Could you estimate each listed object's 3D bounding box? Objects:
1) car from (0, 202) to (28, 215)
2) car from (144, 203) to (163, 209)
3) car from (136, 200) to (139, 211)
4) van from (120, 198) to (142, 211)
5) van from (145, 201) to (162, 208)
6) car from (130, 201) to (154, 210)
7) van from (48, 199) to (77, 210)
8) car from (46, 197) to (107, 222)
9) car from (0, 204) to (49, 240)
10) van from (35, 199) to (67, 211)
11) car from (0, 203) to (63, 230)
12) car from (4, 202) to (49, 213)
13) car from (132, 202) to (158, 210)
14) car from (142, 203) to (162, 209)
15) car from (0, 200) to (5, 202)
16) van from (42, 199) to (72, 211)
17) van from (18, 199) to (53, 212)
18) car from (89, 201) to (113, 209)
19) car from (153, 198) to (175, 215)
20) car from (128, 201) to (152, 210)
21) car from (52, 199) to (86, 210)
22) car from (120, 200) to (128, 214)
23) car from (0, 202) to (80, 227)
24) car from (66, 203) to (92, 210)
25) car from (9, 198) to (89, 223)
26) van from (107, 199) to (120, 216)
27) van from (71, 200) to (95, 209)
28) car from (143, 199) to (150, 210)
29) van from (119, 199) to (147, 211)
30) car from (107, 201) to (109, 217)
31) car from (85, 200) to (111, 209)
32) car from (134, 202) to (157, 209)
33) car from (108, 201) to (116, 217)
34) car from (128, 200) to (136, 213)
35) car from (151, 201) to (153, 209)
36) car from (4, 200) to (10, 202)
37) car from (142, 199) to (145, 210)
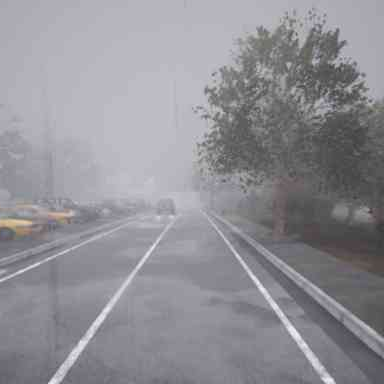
[{"bbox_3d":[-23.385,2.030,41.258,4.892,1.521,2.231,0,-1,0],"label":"car"},{"bbox_3d":[-10.246,3.630,88.214,4.792,1.488,2.163,0,-2,0],"label":"car"},{"bbox_3d":[-10.310,2.185,46.617,4.674,1.452,2.002,0,-1,0],"label":"car"},{"bbox_3d":[-10.188,1.980,49.399,4.442,1.987,1.878,0,-1,0],"label":"van"},{"bbox_3d":[-10.390,3.480,90.998,4.442,1.987,1.878,0,-2,0],"label":"van"},{"bbox_3d":[-10.259,2.740,68.800,4.553,1.767,2.185,0,-2,0],"label":"car"},{"bbox_3d":[-23.493,2.326,60.505,4.442,1.987,1.878,0,-2,0],"label":"van"},{"bbox_3d":[-10.294,1.471,27.195,5.566,2.045,2.435,0,-1,0],"label":"car"},{"bbox_3d":[-10.145,1.527,16.102,5.366,1.575,1.946,0,-1,0],"label":"car"},{"bbox_3d":[-23.264,2.116,54.961,4.442,1.987,1.878,0,-2,0],"label":"van"},{"bbox_3d":[-10.334,1.568,18.870,4.892,1.521,2.231,0,-1,0],"label":"car"},{"bbox_3d":[-23.202,2.146,46.798,5.366,1.575,1.946,0,-1,0],"label":"car"},{"bbox_3d":[-10.102,2.968,71.570,5.366,1.575,1.946,0,-2,0],"label":"car"},{"bbox_3d":[-10.248,3.525,85.440,4.792,1.488,2.163,0,-2,0],"label":"car"},{"bbox_3d":[-23.390,1.905,35.593,5.008,1.535,2.097,0,-1,0],"label":"car"},{"bbox_3d":[-23.495,2.226,57.862,4.442,1.987,1.878,0,-2,0],"label":"van"},{"bbox_3d":[-23.268,1.983,49.570,4.442,1.987,1.878,0,-1,0],"label":"van"},{"bbox_3d":[-23.329,3.248,85.546,5.566,2.045,2.435,0,-2,0],"label":"car"},{"bbox_3d":[-3.324,1.807,42.694,2.150,2.045,5.566,0,-2,0],"label":"car"},{"bbox_3d":[-10.261,2.635,66.026,4.553,1.767,2.185,0,-2,0],"label":"car"},{"bbox_3d":[-23.346,2.405,63.274,5.566,2.045,2.435,0,-2,0],"label":"car"},{"bbox_3d":[-10.319,1.964,38.292,5.008,1.535,2.097,0,-1,0],"label":"car"},{"bbox_3d":[-10.333,1.611,21.642,5.008,1.535,2.097,0,-1,0],"label":"car"},{"bbox_3d":[-23.368,2.911,68.925,4.674,1.452,2.002,0,-2,0],"label":"car"},{"bbox_3d":[-10.356,1.539,24.421,4.553,1.767,2.185,0,-1,0],"label":"car"},{"bbox_3d":[-10.433,1.678,35.521,4.442,1.987,1.878,0,-1,0],"label":"van"},{"bbox_3d":[-23.484,2.745,71.578,4.442,1.987,1.878,0,-2,0],"label":"van"},{"bbox_3d":[-10.329,2.090,54.934,5.566,2.045,2.435,0,-2,0],"label":"car"},{"bbox_3d":[-10.182,2.220,57.707,4.442,1.987,1.878,0,-2,0],"label":"van"},{"bbox_3d":[-10.350,1.812,29.965,4.792,1.488,2.163,0,-1,0],"label":"car"},{"bbox_3d":[-23.331,3.143,82.777,5.566,2.045,2.435,0,-2,0],"label":"car"},{"bbox_3d":[-10.279,3.077,74.344,4.892,1.521,2.231,0,-2,0],"label":"car"},{"bbox_3d":[-10.321,1.883,32.739,4.674,1.452,2.002,0,-1,0],"label":"car"},{"bbox_3d":[-10.279,2.114,43.841,4.792,1.488,2.163,0,-1,0],"label":"car"},{"bbox_3d":[-10.289,2.655,63.247,5.008,1.535,2.097,0,-2,0],"label":"car"},{"bbox_3d":[-23.388,1.968,38.488,5.008,1.535,2.097,0,-1,0],"label":"car"},{"bbox_3d":[-10.332,2.295,52.175,4.792,1.488,2.163,0,-2,0],"label":"car"}]
